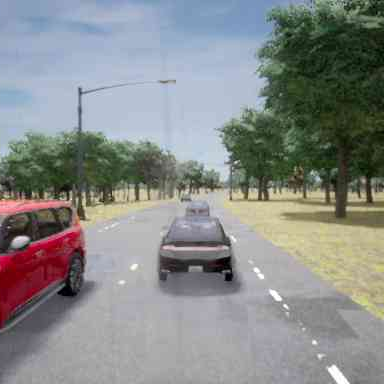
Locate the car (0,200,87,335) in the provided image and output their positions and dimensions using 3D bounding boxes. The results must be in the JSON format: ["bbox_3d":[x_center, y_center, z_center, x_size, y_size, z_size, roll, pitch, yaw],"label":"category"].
[{"bbox_3d":[-3.521,1.188,5.548,2.150,2.045,5.566,0,0,1],"label":"car"}]

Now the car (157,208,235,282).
[{"bbox_3d":[0.127,1.432,9.587,2.128,1.511,4.902,0,0,1],"label":"car"}]

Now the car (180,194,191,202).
[{"bbox_3d":[-1.225,1.165,64.025,1.837,1.490,4.892,0,0,5],"label":"car"}]

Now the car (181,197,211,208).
[{"bbox_3d":[0.471,1.389,25.961,2.033,1.411,5.357,0,0,2],"label":"car"}]
